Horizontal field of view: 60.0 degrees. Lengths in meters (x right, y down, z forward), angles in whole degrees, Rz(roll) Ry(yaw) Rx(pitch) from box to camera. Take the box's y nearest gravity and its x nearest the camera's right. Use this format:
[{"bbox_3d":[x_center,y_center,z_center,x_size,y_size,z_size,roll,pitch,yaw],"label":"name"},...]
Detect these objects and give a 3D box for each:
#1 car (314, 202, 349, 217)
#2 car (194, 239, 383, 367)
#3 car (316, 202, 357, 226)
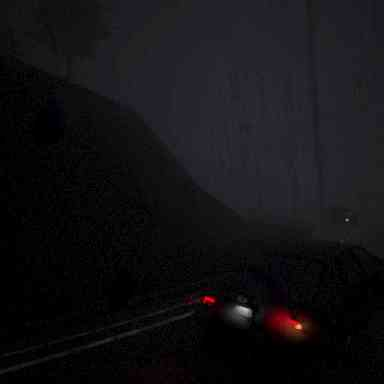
[{"bbox_3d":[15.542,1.907,37.391,1.882,1.535,5.008,0,0,0],"label":"car"},{"bbox_3d":[2.366,1.620,6.161,2.033,1.411,5.357,0,-1,43],"label":"car"},{"bbox_3d":[11.611,1.812,26.585,1.837,1.490,4.892,1,0,8],"label":"car"}]
